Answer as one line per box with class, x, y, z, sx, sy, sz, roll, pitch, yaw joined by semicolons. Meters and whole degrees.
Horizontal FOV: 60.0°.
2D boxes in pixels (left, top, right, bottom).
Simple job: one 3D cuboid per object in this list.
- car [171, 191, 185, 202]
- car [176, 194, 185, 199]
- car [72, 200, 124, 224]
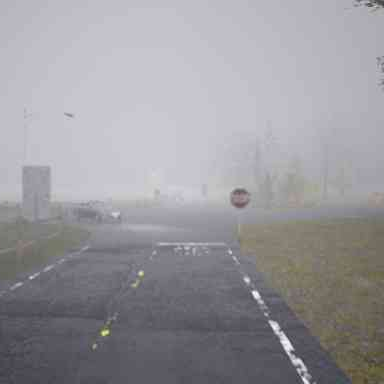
car;-2.763;0.810;64.846;2.150;2.045;5.566;0;1;1
car;-2.698;1.067;80.289;1.895;1.301;4.718;0;0;0
car;-6.833;1.372;23.938;4.902;1.511;2.128;0;0;44
